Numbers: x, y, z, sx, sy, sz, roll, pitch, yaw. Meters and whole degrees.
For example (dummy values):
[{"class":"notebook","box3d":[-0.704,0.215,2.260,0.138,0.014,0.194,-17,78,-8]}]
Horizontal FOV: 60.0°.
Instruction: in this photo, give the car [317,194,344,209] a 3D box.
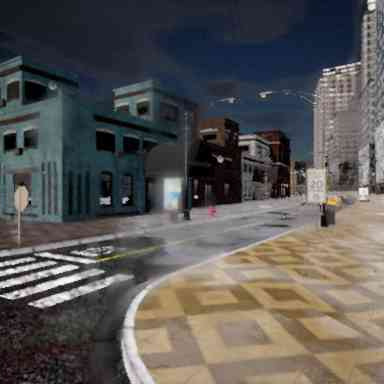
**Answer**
[{"class":"car","box3d":[15.909,1.075,38.237,1.882,1.535,5.008,0,0,31]}]

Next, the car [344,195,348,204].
[{"class":"car","box3d":[21.483,1.024,48.286,1.812,1.442,4.674,0,0,28]}]

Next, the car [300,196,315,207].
[{"class":"car","box3d":[15.419,1.122,43.050,2.033,1.411,5.357,0,0,30]}]
